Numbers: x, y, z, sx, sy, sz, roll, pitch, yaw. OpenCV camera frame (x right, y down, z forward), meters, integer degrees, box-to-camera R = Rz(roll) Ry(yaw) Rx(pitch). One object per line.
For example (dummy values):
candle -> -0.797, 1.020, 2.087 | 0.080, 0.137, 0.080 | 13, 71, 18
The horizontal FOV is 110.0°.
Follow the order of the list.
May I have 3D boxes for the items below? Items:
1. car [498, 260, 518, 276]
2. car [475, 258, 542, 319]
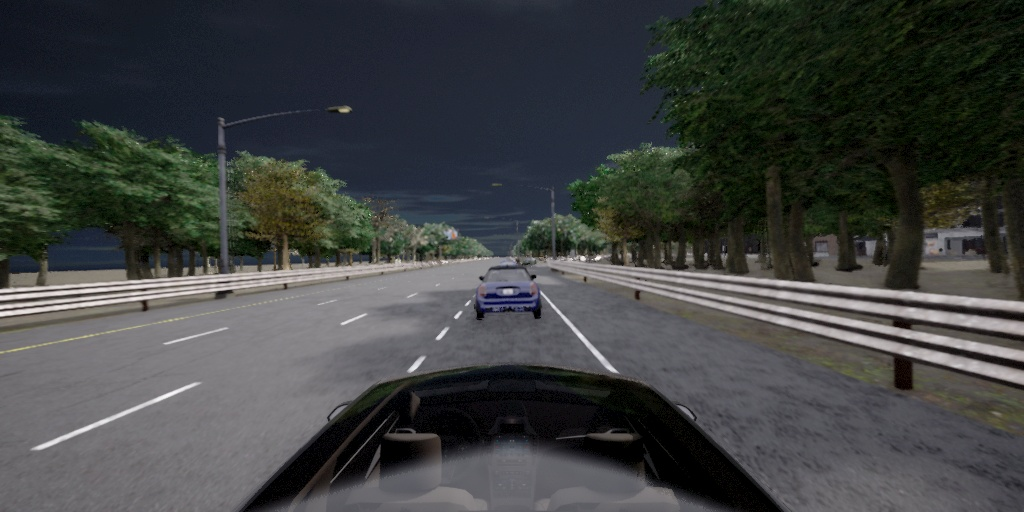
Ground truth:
car -> -0.432, 1.248, 38.177 | 1.882, 1.535, 5.008 | -2, 0, 0
car -> -0.146, 1.108, 13.096 | 2.097, 1.767, 4.553 | -2, 0, -1
